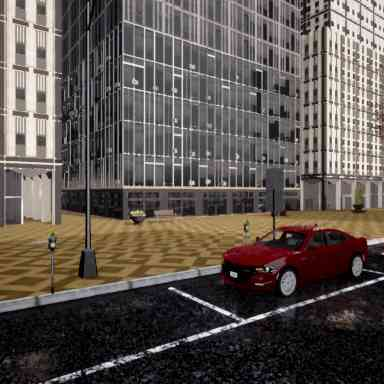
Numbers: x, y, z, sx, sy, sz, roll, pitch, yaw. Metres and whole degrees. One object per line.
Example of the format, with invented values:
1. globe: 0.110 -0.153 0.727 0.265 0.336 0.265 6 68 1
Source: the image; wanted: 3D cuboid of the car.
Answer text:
1. car: 2.730 1.545 8.516 4.507 1.381 1.887 0 0 -36
